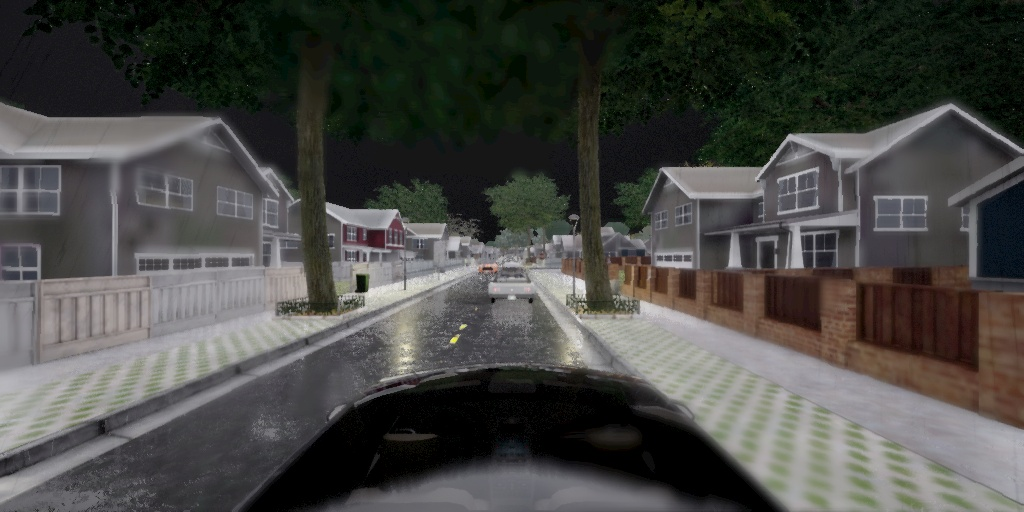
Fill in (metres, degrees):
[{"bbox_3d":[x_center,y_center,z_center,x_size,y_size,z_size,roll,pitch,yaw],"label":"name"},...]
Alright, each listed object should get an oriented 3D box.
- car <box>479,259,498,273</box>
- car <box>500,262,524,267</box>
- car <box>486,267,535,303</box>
[{"bbox_3d":[-2.749,1.168,42.589,2.097,1.767,4.553,0,0,0],"label":"car"},{"bbox_3d":[0.001,1.243,31.500,1.882,1.535,5.008,0,0,0],"label":"car"},{"bbox_3d":[0.000,1.368,16.530,1.895,1.301,4.718,0,0,0],"label":"car"}]
